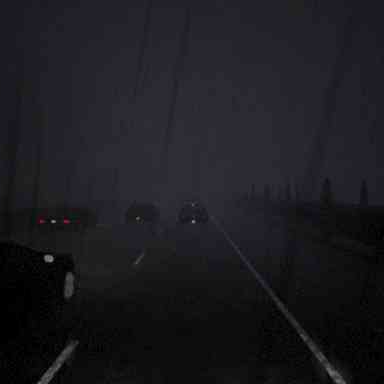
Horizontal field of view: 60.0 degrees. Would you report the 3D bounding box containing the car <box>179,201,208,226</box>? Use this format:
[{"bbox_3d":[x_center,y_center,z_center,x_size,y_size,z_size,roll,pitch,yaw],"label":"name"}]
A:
[{"bbox_3d":[0.099,1.575,23.192,1.895,1.301,4.718,0,0,0],"label":"car"}]

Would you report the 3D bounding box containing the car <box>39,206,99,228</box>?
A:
[{"bbox_3d":[-6.901,1.525,19.087,2.033,1.411,5.357,0,0,0],"label":"car"}]

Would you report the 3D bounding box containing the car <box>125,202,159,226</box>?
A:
[{"bbox_3d":[-3.401,1.465,23.387,2.128,1.511,4.902,0,0,0],"label":"car"}]

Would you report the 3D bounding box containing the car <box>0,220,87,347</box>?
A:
[{"bbox_3d":[-3.400,1.472,5.073,1.882,1.535,5.008,0,0,0],"label":"car"}]

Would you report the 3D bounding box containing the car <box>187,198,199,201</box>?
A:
[{"bbox_3d":[0.123,1.459,41.553,1.837,1.490,4.892,0,0,0],"label":"car"}]
